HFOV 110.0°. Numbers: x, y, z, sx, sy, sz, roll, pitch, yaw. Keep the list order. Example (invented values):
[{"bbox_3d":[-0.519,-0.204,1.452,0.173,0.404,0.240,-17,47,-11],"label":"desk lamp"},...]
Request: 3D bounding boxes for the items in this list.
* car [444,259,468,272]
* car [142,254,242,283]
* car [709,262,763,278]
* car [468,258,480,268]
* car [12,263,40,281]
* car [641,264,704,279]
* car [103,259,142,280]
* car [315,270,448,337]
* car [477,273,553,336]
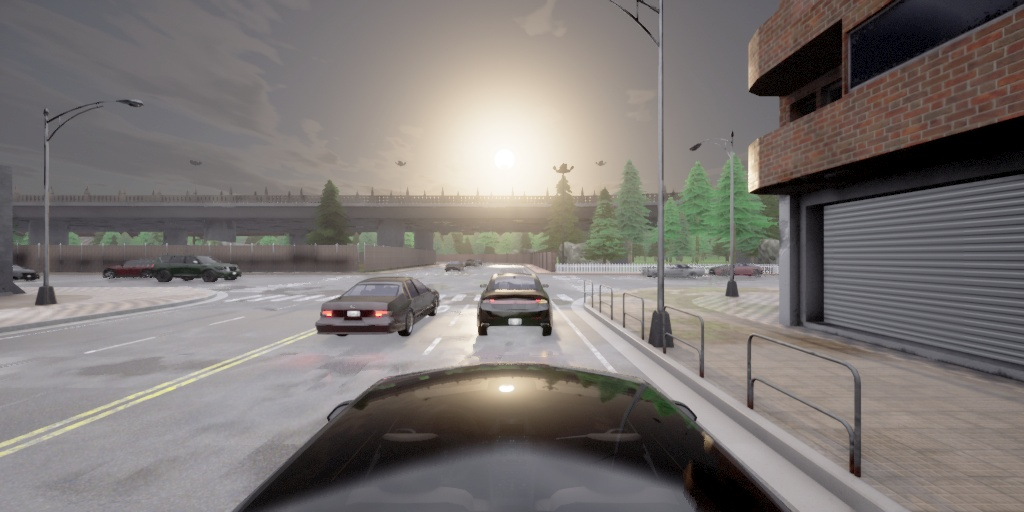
[{"bbox_3d":[-7.174,1.296,45.250,2.033,1.411,5.357,0,0,0],"label":"car"},{"bbox_3d":[-23.452,0.910,26.714,5.566,2.045,2.150,1,0,0],"label":"car"},{"bbox_3d":[20.696,1.258,33.239,4.181,1.385,1.994,0,0,9],"label":"car"},{"bbox_3d":[-7.179,1.254,62.341,1.837,1.490,4.892,0,0,0],"label":"car"},{"bbox_3d":[-38.347,1.195,26.662,4.892,1.490,1.837,1,0,0],"label":"car"},{"bbox_3d":[13.534,1.295,30.448,4.718,1.301,1.895,0,0,1],"label":"car"},{"bbox_3d":[-31.540,1.046,30.381,4.553,1.767,2.097,0,0,0],"label":"car"},{"bbox_3d":[-3.431,1.297,10.280,2.033,1.411,5.357,0,0,0],"label":"car"},{"bbox_3d":[0.071,1.241,10.363,2.128,1.511,4.902,0,0,0],"label":"car"}]
